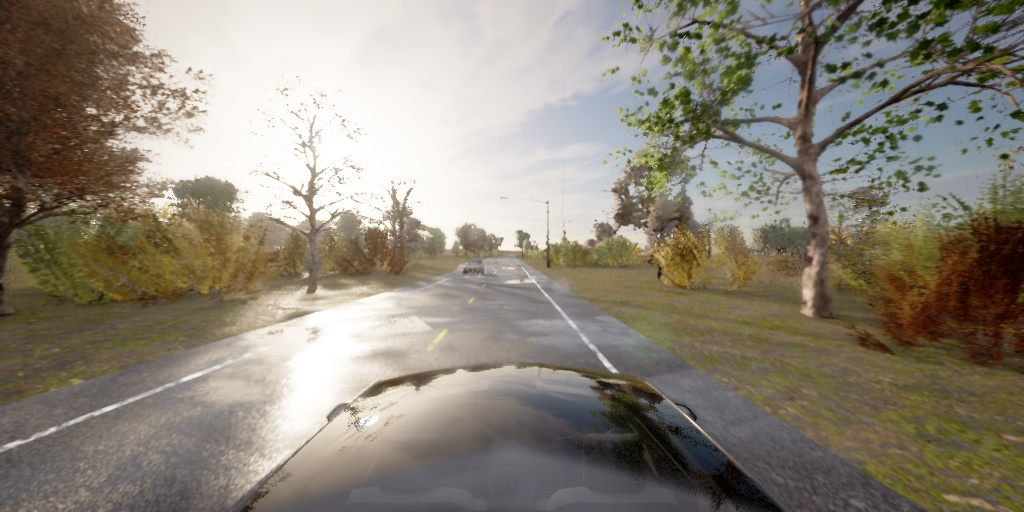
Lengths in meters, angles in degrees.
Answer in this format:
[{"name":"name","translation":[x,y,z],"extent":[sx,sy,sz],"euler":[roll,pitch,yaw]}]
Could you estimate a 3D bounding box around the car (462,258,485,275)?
[{"name":"car","translation":[-3.765,1.186,35.980],"extent":[1.994,1.385,4.181],"euler":[0,0,-1]}]
